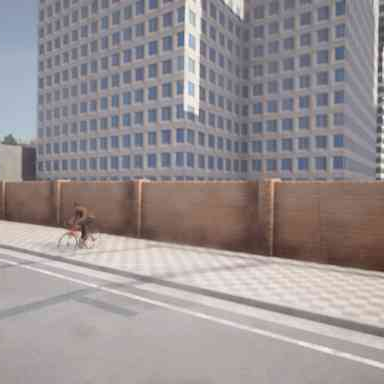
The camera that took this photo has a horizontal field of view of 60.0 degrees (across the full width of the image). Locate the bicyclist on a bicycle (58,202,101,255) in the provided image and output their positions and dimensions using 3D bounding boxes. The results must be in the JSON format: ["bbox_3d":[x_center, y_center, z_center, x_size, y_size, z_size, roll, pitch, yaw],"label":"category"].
[{"bbox_3d":[-3.581,1.148,10.745,0.582,1.620,1.656,1,1,35],"label":"bicyclist on a bicycle"}]
